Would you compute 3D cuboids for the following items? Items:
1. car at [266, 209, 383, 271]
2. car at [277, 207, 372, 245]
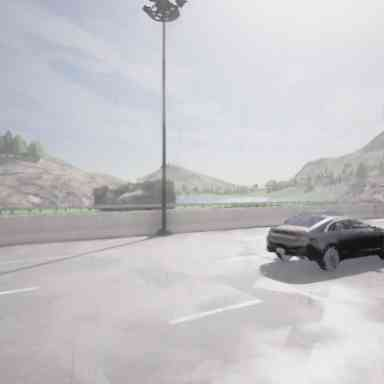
[{"bbox_3d":[4.617,1.460,10.725,4.902,1.511,2.128,0,0,-30],"label":"car"},{"bbox_3d":[6.304,1.519,15.729,4.181,1.385,1.994,0,0,-30],"label":"car"}]
